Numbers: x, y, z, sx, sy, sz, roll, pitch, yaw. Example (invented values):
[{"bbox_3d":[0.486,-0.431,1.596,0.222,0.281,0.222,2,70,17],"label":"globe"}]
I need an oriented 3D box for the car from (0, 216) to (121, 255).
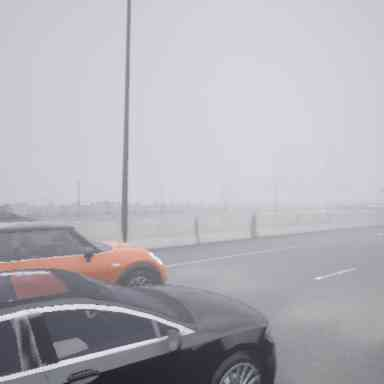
[{"bbox_3d":[-2.716,1.336,6.215,4.553,1.767,2.097,0,0,-37],"label":"car"}]

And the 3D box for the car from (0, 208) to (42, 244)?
[{"bbox_3d":[-9.141,1.513,14.774,4.181,1.385,1.994,0,0,-37],"label":"car"}]

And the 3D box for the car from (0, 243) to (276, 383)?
[{"bbox_3d":[-1.289,1.482,2.906,4.902,1.511,2.128,1,0,-37],"label":"car"}]
